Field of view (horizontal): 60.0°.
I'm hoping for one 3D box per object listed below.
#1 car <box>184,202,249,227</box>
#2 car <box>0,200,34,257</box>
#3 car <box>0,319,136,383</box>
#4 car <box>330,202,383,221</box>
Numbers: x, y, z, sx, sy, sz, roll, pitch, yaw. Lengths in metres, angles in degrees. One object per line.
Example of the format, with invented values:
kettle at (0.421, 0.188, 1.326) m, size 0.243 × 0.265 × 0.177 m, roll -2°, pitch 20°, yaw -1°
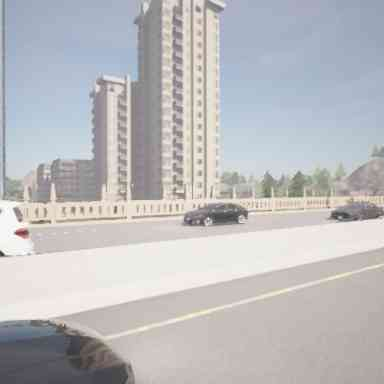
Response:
car at (1.704, 1.469, 22.401) m, size 4.892 × 1.490 × 1.837 m, roll 0°, pitch 0°, yaw -35°
car at (-6.765, 1.225, 7.766) m, size 5.566 × 2.045 × 2.150 m, roll 0°, pitch 0°, yaw -36°
car at (-2.666, 1.508, 1.844) m, size 4.892 × 1.490 × 1.837 m, roll 0°, pitch 0°, yaw -36°
car at (13.161, 1.494, 26.276) m, size 5.357 × 1.411 × 2.033 m, roll 0°, pitch 0°, yaw -36°
